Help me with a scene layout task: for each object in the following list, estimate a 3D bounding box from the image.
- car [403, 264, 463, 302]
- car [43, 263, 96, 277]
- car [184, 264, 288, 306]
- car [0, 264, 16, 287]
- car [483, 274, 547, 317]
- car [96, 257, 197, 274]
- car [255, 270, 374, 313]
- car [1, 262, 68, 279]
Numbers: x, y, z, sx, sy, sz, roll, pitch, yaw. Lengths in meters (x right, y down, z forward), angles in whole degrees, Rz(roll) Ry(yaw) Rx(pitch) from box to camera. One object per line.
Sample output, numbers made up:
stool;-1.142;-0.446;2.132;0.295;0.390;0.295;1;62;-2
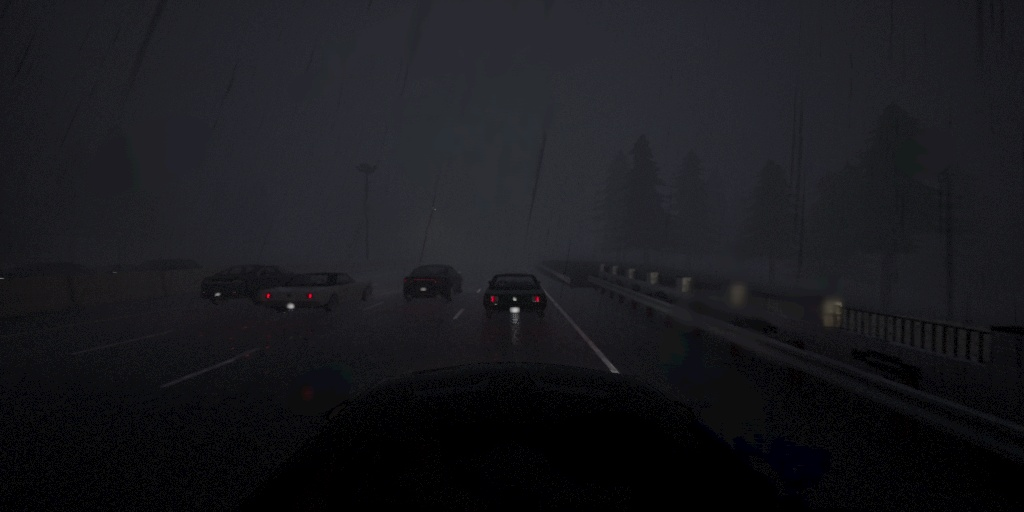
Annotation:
car;-3.418;1.111;16.272;1.882;1.535;5.008;0;0;0
car;-24.557;1.207;21.959;1.895;1.301;4.718;0;0;0
car;-10.416;1.139;15.112;2.128;1.511;4.902;0;0;0
car;-31.574;1.191;19.997;1.994;1.385;4.181;0;0;0
car;0.087;1.260;12.620;1.895;1.301;4.718;0;0;0
car;-21.064;0.959;21.485;2.097;1.767;4.553;0;0;0
car;-6.914;1.259;13.419;1.895;1.301;4.718;0;0;0
car;-28.063;1.119;21.398;1.837;1.490;4.892;0;0;1
